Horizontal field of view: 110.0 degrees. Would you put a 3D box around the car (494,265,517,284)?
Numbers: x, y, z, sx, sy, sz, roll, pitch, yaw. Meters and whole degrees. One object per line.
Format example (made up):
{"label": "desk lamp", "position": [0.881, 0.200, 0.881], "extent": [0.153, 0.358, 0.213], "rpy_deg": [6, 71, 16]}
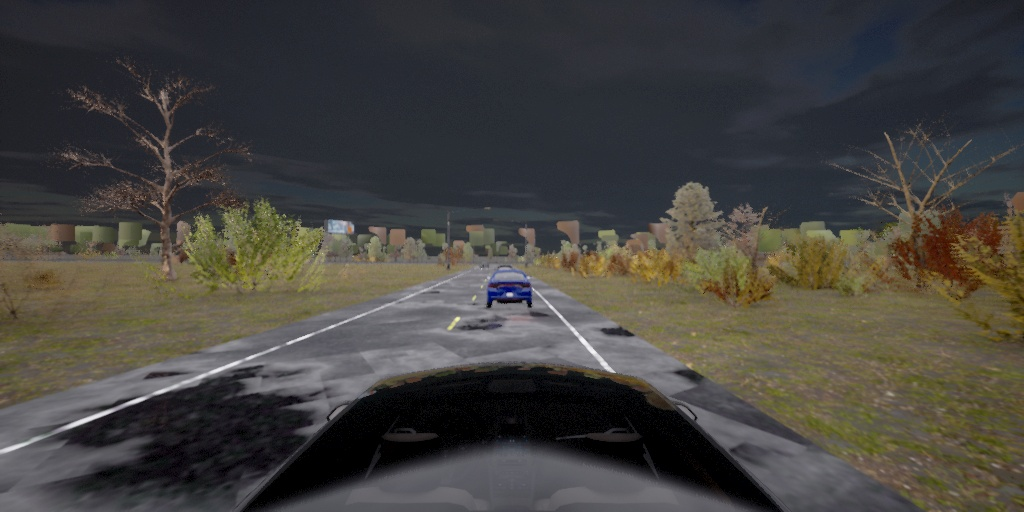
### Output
{"label": "car", "position": [-0.601, 1.534, 31.326], "extent": [1.812, 1.442, 4.674], "rpy_deg": [0, 0, -2]}

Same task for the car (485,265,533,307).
{"label": "car", "position": [-0.137, 1.361, 16.412], "extent": [1.882, 1.535, 5.008], "rpy_deg": [0, 0, -1]}
